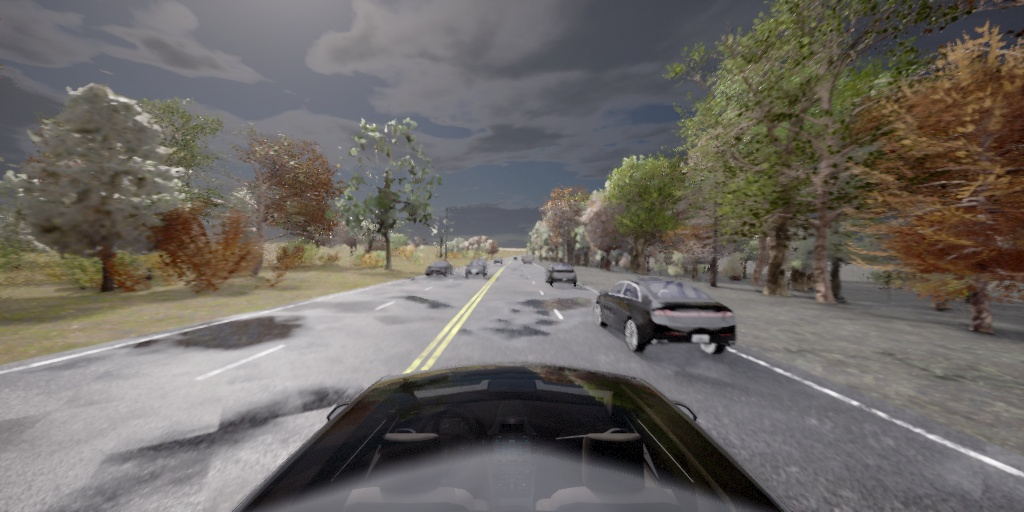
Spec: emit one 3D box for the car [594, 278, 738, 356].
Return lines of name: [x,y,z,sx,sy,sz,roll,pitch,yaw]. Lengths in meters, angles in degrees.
car: [3.375,1.291,8.846,2.128,1.511,4.902,1,0,0]

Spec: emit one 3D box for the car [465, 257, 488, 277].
car: [-3.263,1.156,33.651,2.128,1.511,4.902,1,0,0]

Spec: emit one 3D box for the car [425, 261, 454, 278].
car: [-6.537,1.163,32.967,2.033,1.411,5.357,1,0,0]

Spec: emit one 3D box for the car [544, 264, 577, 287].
car: [3.380,1.283,25.357,2.128,1.511,4.902,0,1,0]
